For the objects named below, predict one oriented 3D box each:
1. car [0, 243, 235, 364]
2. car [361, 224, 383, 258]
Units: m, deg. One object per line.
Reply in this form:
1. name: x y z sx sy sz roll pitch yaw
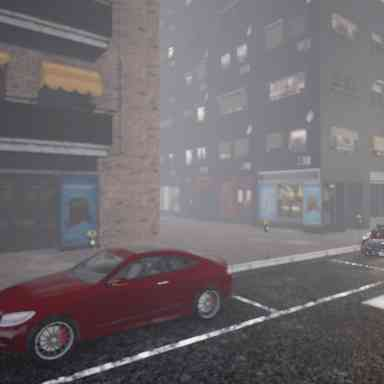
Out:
1. car: -1.111 1.604 5.776 4.206 1.307 1.802 1 -1 -35
2. car: 8.017 1.570 12.275 4.097 1.590 1.967 1 -1 -35
